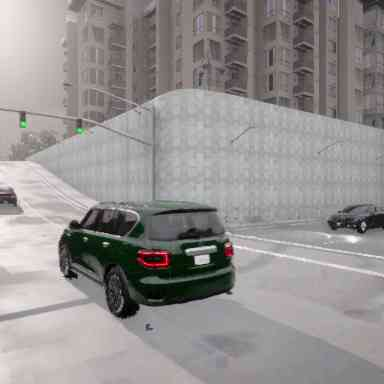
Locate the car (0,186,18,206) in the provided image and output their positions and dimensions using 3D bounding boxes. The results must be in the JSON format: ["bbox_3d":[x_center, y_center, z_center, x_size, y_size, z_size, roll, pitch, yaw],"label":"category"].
[{"bbox_3d":[-16.094,0.222,28.197,2.128,1.511,4.902,0,8,-36],"label":"car"}]

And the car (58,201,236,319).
[{"bbox_3d":[-1.399,1.228,7.763,2.150,2.045,5.566,0,0,-36],"label":"car"}]

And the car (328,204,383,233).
[{"bbox_3d":[10.067,1.505,19.786,4.892,1.490,1.837,0,0,-36],"label":"car"}]
